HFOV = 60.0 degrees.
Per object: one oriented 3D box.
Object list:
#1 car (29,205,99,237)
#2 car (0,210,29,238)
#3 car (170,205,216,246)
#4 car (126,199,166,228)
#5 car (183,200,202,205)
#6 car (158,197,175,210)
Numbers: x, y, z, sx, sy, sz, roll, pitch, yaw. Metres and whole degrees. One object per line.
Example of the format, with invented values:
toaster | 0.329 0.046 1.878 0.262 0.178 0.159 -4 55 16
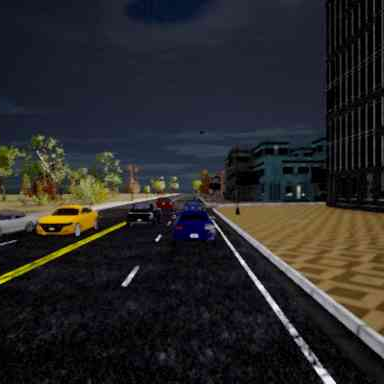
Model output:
car | -6.558 1.473 18.083 1.882 1.535 5.008 0 0 0
car | -9.819 1.596 16.872 1.895 1.301 4.718 0 0 0
car | 0.089 1.522 15.103 1.812 1.442 4.674 0 0 0
car | -3.161 1.486 22.450 2.128 1.511 4.902 0 0 0
car | 0.079 1.538 33.714 2.033 1.411 5.357 0 0 0
car | -3.175 1.341 39.053 2.097 1.767 4.553 0 0 0
